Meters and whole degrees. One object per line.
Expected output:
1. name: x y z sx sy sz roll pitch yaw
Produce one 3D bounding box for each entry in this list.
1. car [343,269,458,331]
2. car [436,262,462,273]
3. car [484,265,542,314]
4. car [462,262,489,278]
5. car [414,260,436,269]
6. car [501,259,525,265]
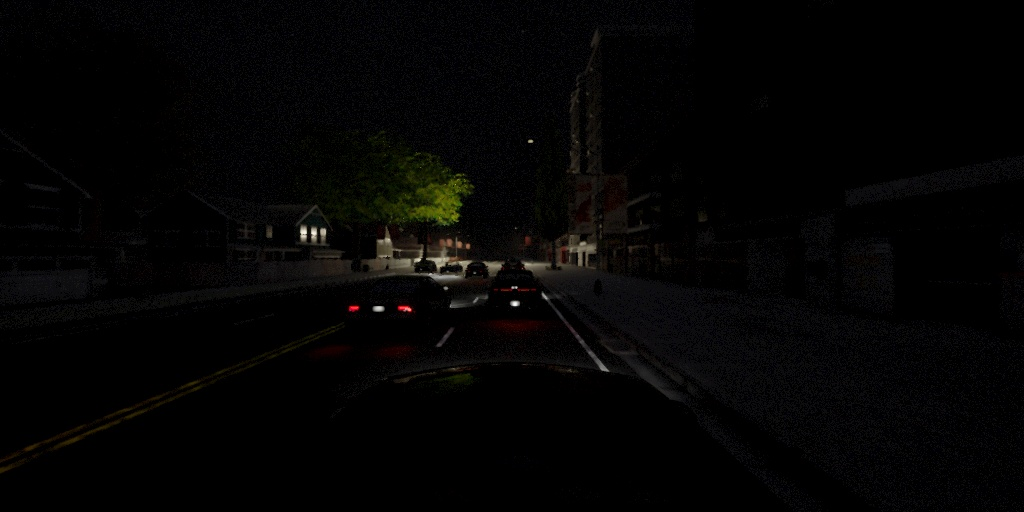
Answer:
1. car: -3.153 1.295 10.973 2.033 1.411 5.357 0 0 0
2. car: -6.603 1.319 38.960 1.895 1.301 4.718 0 0 0
3. car: 0.098 1.251 13.778 1.837 1.490 4.892 0 0 0
4. car: -3.157 1.253 32.786 1.812 1.442 4.674 0 0 0
5. car: -9.849 1.220 41.307 1.837 1.490 4.892 0 0 0
6. car: 0.093 1.081 31.477 2.097 1.767 4.553 0 0 0
